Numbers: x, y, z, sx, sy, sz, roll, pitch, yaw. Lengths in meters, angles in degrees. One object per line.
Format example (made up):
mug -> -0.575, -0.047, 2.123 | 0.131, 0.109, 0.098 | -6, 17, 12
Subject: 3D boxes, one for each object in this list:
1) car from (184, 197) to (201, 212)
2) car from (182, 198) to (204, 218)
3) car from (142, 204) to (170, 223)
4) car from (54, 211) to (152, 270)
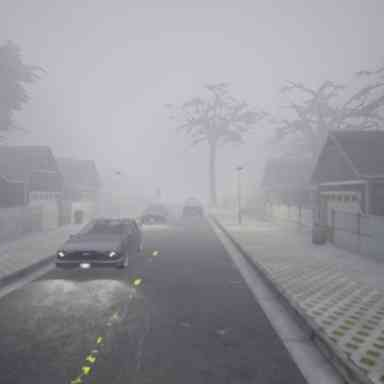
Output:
car -> 0.085, 1.541, 42.557 | 2.097, 1.767, 4.553 | 0, 0, 0
car -> 0.088, 1.618, 31.449 | 1.882, 1.535, 5.008 | 0, 0, 0
car -> -2.852, 1.668, 26.924 | 2.033, 1.411, 5.357 | 0, 0, 1
car -> -2.846, 1.600, 11.533 | 2.033, 1.411, 5.357 | 0, 0, 0
